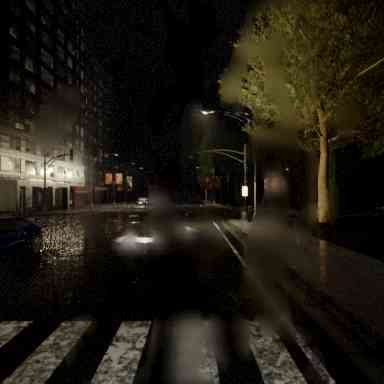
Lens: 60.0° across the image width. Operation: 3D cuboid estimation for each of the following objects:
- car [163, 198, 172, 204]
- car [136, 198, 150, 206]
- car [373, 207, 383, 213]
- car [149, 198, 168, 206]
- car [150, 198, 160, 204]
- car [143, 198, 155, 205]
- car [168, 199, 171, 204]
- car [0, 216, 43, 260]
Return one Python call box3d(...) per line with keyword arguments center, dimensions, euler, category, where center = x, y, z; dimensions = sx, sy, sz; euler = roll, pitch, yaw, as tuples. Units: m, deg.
box3d(center=(-6.288, 2.311, 84.625), dimensions=(1.895, 1.301, 4.718), euler=(0, -1, 0), category="car")
box3d(center=(-9.627, 1.922, 64.617), dimensions=(2.128, 1.511, 4.902), euler=(0, -1, 1), category="car")
box3d(center=(42.449, 3.999, 74.974), dimensions=(5.357, 1.411, 2.033), euler=(4, -3, -45), category="car")
box3d(center=(-6.378, 1.975, 64.351), dimensions=(2.033, 1.411, 5.357), euler=(0, -1, 1), category="car")
box3d(center=(-9.536, 2.267, 85.456), dimensions=(2.033, 1.411, 5.357), euler=(0, -1, 0), category="car")
box3d(center=(-9.563, 2.110, 74.913), dimensions=(2.033, 1.411, 5.357), euler=(0, -1, 0), category="car")
box3d(center=(-6.314, 2.039, 74.300), dimensions=(1.882, 1.535, 5.008), euler=(0, -1, 0), category="car")
box3d(center=(-6.576, 1.544, 10.890), dimensions=(1.812, 1.442, 4.674), euler=(0, 0, 0), category="car")
